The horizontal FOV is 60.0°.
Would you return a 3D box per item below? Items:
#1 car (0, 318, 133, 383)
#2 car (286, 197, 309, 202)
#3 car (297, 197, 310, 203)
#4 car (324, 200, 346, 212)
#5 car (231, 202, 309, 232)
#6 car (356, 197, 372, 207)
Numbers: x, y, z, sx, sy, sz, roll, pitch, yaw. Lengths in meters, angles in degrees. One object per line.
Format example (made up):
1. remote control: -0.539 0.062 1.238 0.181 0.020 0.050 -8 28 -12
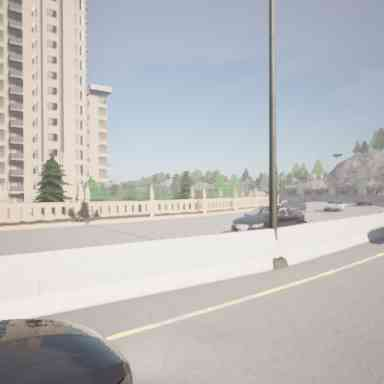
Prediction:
1. car: -2.702 1.517 1.886 4.892 1.490 1.837 0 0 -36
2. car: 11.055 1.557 36.034 2.033 1.411 5.357 0 0 33
3. car: 24.918 1.758 74.474 1.994 1.385 4.181 0 0 8
4. car: 16.433 1.599 38.080 1.895 1.301 4.718 0 0 30
5. car: 3.964 1.481 16.782 4.902 1.511 2.128 0 0 -45
6. car: 26.947 1.505 52.179 1.882 1.535 5.008 0 0 20
